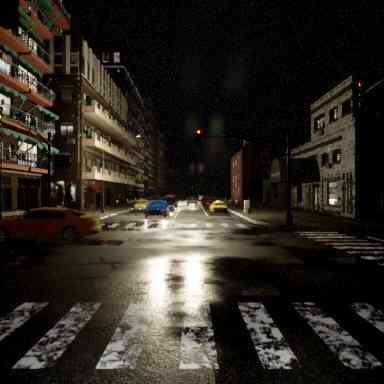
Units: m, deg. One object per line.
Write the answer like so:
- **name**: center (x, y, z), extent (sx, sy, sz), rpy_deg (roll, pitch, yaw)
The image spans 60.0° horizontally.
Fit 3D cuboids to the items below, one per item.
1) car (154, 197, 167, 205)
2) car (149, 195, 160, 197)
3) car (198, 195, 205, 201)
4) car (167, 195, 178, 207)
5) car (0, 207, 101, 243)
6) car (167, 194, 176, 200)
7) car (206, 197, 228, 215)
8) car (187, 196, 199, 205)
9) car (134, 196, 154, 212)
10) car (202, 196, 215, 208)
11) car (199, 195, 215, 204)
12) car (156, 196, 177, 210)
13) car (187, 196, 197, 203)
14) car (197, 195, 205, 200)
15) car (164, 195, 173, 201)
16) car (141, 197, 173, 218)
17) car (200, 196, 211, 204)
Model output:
- **car**: center (-5.751, 1.603, 61.488), extent (2.008, 1.369, 4.403), rpy_deg (0, 0, 0)
- **car**: center (-5.739, 1.351, 50.410), extent (2.192, 1.841, 5.009), rpy_deg (0, 0, 0)
- **car**: center (2.600, 1.632, 89.364), extent (1.752, 1.417, 4.829), rpy_deg (0, 0, 0)
- **car**: center (-3.126, 1.541, 50.008), extent (1.837, 1.490, 4.892), rpy_deg (0, 0, 0)
- **car**: center (-6.854, 1.473, 15.634), extent (5.008, 1.535, 1.882), rpy_deg (0, 0, 0)
- **car**: center (-5.785, 1.434, 94.725), extent (2.192, 1.841, 5.009), rpy_deg (0, 0, 0)
- **car**: center (2.658, 1.544, 33.972), extent (1.752, 1.417, 4.829), rpy_deg (0, 0, 0)
- **car**: center (0.036, 1.652, 60.408), extent (1.895, 1.301, 4.718), rpy_deg (0, 0, 0)
- **car**: center (-5.728, 1.549, 39.161), extent (1.752, 1.417, 4.829), rpy_deg (0, 0, 0)
- **car**: center (2.647, 1.612, 44.880), extent (1.802, 1.307, 4.206), rpy_deg (0, 0, 0)
- **car**: center (2.642, 1.351, 50.420), extent (2.192, 1.841, 5.009), rpy_deg (0, 0, 0)
- **car**: center (-3.123, 1.550, 39.940), extent (1.812, 1.442, 4.674), rpy_deg (0, 0, 0)
- **car**: center (-0.026, 1.613, 70.617), extent (2.033, 1.411, 5.357), rpy_deg (0, 0, 0)
- **car**: center (2.594, 1.670, 94.733), extent (2.008, 1.369, 4.403), rpy_deg (0, 0, 0)
- **car**: center (-5.774, 1.534, 83.645), extent (1.967, 1.590, 4.097), rpy_deg (0, 0, 0)
- **car**: center (-3.131, 1.494, 30.662), extent (1.882, 1.535, 5.008), rpy_deg (0, 0, 0)
- **car**: center (2.624, 1.613, 67.037), extent (2.008, 1.369, 4.403), rpy_deg (0, 0, 0)
